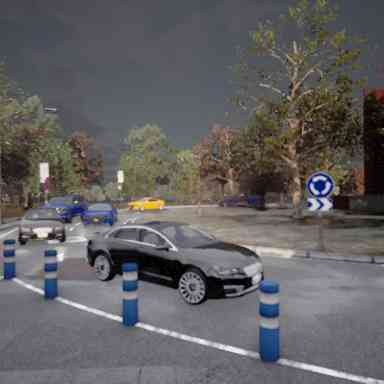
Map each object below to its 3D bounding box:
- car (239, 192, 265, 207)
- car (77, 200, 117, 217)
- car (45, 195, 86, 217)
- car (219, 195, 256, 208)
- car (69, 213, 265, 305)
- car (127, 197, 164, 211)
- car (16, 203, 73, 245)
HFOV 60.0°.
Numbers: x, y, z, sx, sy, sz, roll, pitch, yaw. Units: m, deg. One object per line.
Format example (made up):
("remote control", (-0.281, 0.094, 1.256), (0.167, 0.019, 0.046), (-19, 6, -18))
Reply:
("car", (7.830, 1.054, 48.116), (5.566, 2.045, 2.150), (0, 0, -12))
("car", (-6.309, 1.475, 23.085), (1.882, 1.535, 5.008), (-1, 0, -8))
("car", (-9.677, 1.233, 25.427), (2.150, 2.045, 5.566), (0, 0, 0))
("car", (5.724, 1.428, 44.019), (4.181, 1.385, 1.994), (0, 0, -19))
("car", (-0.621, 1.496, 8.205), (4.902, 1.511, 2.128), (0, 0, 38))
("car", (-5.414, 1.423, 39.366), (1.882, 1.535, 5.008), (0, 0, 38))
("car", (-7.164, 1.515, 15.904), (2.128, 1.511, 4.902), (0, 0, -25))
